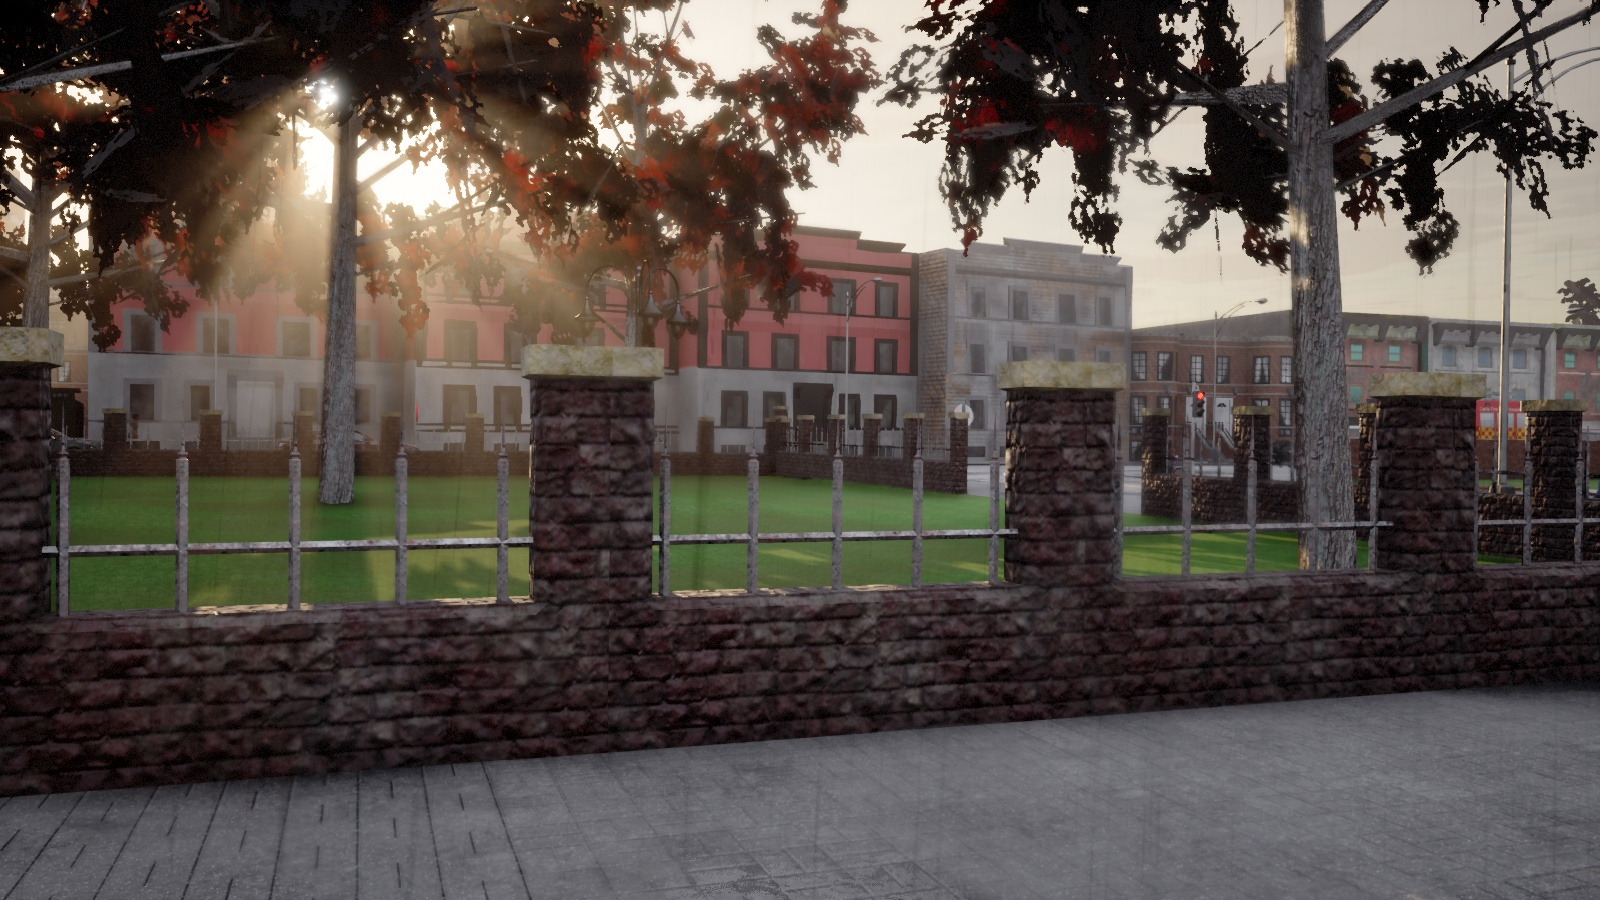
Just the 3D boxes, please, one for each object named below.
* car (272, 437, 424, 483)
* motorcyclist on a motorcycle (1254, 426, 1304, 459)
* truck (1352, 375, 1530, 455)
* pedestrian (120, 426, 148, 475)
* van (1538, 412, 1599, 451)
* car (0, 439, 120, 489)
[{"bbox_3d":[-15.118,0.301,42.160,4.674,1.442,1.812,-1,1,-19],"label":"car"},{"bbox_3d":[22.729,-0.382,59.617,2.191,1.530,0.866,-1,1,-19],"label":"motorcyclist on a motorcycle"},{"bbox_3d":[32.092,-1.736,62.869,8.468,3.827,2.891,-1,1,-19],"label":"truck"},{"bbox_3d":[-25.036,0.010,47.193,0.869,1.805,0.328,-1,1,-21],"label":"pedestrian"},{"bbox_3d":[41.292,-0.970,66.074,4.442,1.987,1.775,-1,1,-19],"label":"van"},{"bbox_3d":[-24.059,0.428,39.022,4.892,1.490,1.837,-1,1,-19],"label":"car"}]
